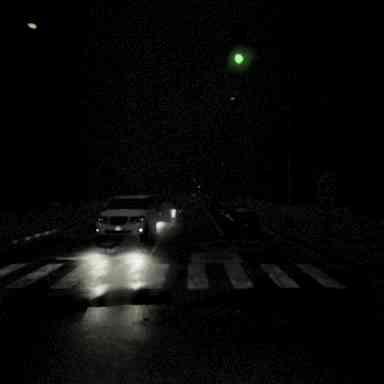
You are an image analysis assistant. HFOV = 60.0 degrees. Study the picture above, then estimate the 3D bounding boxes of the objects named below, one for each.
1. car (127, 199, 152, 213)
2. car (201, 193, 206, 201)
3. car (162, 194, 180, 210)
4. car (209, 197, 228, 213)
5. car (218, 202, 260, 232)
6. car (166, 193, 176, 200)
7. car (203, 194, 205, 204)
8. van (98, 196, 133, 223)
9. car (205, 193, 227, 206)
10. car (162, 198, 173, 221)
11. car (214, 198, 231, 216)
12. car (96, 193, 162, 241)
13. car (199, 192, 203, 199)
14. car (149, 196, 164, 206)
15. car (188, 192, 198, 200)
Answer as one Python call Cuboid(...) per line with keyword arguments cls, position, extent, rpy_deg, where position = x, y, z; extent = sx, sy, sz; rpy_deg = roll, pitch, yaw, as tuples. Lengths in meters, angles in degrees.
Cuboid(cls="car", position=(-5.591, 1.463, 35.992), extent=(1.947, 1.339, 4.313), rpy_deg=(0, 0, 0))
Cuboid(cls="car", position=(3.048, 1.293, 58.003), extent=(1.967, 1.590, 4.097), rpy_deg=(0, 0, 0))
Cuboid(cls="car", position=(-2.858, 1.391, 41.505), extent=(1.837, 1.490, 4.892), rpy_deg=(0, 0, 1))
Cuboid(cls="car", position=(2.906, 1.461, 30.438), extent=(2.008, 1.369, 4.403), rpy_deg=(0, 0, 0))
Cuboid(cls="car", position=(2.849, 1.484, 19.412), extent=(2.008, 1.369, 4.403), rpy_deg=(0, 0, 0))
Cuboid(cls="car", position=(-5.334, 1.114, 85.604), extent=(2.192, 1.841, 5.009), rpy_deg=(0, 0, 0))
Cuboid(cls="car", position=(3.020, 1.389, 52.660), extent=(1.752, 1.417, 4.829), rpy_deg=(0, 0, 0))
Cuboid(cls="van", position=(-5.648, 1.262, 24.967), extent=(1.690, 1.788, 3.998), rpy_deg=(0, 0, 0))
Cuboid(cls="car", position=(2.935, 1.213, 35.950), extent=(2.192, 1.841, 5.009), rpy_deg=(0, 0, 0))
Cuboid(cls="car", position=(-2.967, 1.464, 26.923), extent=(2.033, 1.411, 5.357), rpy_deg=(0, 0, 0))
Cuboid(cls="car", position=(2.878, 1.447, 25.095), extent=(1.752, 1.417, 4.829), rpy_deg=(0, 0, 0))
Cuboid(cls="car", position=(-3.028, 1.161, 16.579), extent=(2.150, 2.045, 5.566), rpy_deg=(0, 0, 1))
Cuboid(cls="car", position=(3.134, 1.260, 74.542), extent=(1.967, 1.590, 4.097), rpy_deg=(0, 0, 0))
Cuboid(cls="car", position=(-5.505, 1.408, 52.530), extent=(1.887, 1.381, 4.507), rpy_deg=(0, 0, 0))
Cuboid(cls="car", position=(0.406, 1.397, 81.504), extent=(1.895, 1.301, 4.718), rpy_deg=(0, 0, 0))
